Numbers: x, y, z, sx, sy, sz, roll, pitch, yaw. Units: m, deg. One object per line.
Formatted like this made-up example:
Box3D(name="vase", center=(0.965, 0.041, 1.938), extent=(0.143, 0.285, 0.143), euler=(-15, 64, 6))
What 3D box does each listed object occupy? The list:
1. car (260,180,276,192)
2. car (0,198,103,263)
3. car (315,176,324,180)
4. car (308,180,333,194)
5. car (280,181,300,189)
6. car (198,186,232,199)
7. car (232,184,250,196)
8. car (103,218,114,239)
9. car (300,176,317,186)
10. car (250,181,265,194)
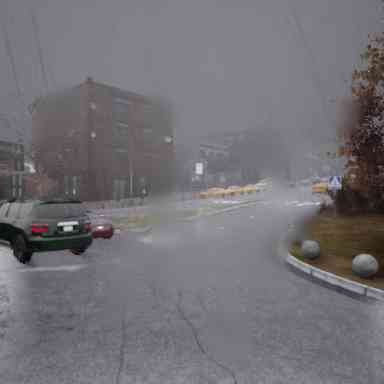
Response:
Box3D(name="car", center=(13.208, -1.166, 60.155), extent=(2.435, 2.045, 5.566), euler=(0, 3, 37))
Box3D(name="car", center=(-5.848, 1.222, 12.268), extent=(5.566, 2.045, 2.150), euler=(0, 0, 43))
Box3D(name="car", center=(29.952, -2.820, 82.064), extent=(2.435, 2.045, 5.566), euler=(0, 3, 37))
Box3D(name="car", center=(19.031, -0.508, 48.367), extent=(1.882, 1.535, 5.008), euler=(0, 3, 37))
Box3D(name="car", center=(19.910, -1.547, 68.932), extent=(2.163, 1.488, 4.792), euler=(0, 3, 37))
Box3D(name="car", center=(2.988, 0.094, 46.806), extent=(1.946, 1.575, 5.366), euler=(0, 3, 38))
Box3D(name="car", center=(6.344, -0.240, 51.180), extent=(1.946, 1.575, 5.366), euler=(0, 3, 37))
Box3D(name="car", center=(-5.681, 1.562, 16.048), extent=(4.181, 1.385, 1.994), euler=(0, 0, 38))
Box3D(name="car", center=(26.633, -2.240, 77.722), extent=(2.231, 1.521, 4.892), euler=(0, 3, 37))
Box3D(name="car", center=(9.693, -0.571, 55.562), extent=(1.946, 1.575, 5.366), euler=(0, 3, 37))
